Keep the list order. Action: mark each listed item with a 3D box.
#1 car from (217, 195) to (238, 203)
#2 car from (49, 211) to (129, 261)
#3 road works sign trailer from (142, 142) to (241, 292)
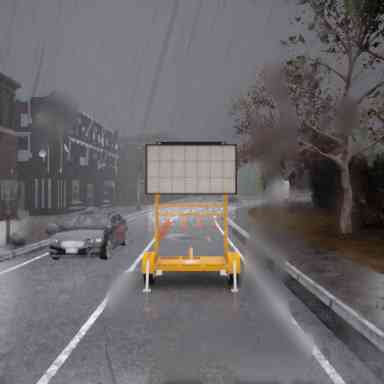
[{"bbox_3d":[6.726,1.345,62.657,2.128,1.511,4.902,-1,0,42],"label":"car"},{"bbox_3d":[-3.606,1.495,12.429,2.128,1.511,4.902,0,0,0],"label":"car"},{"bbox_3d":[-0.019,0.467,8.909,2.380,3.560,2.880,0,0,0],"label":"road works sign trailer"}]
